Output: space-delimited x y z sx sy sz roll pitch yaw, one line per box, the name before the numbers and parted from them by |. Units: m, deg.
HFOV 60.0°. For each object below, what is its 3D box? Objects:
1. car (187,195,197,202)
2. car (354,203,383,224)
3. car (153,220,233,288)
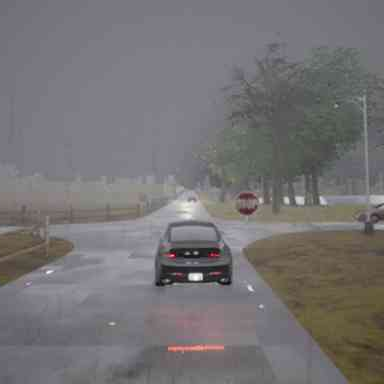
car | 0.017 1.584 78.552 1.837 1.490 4.892 0 1 0
car | 14.082 1.462 23.739 4.674 1.442 1.812 -1 -1 0
car | -0.047 1.570 9.485 1.837 1.490 4.892 0 0 -3
